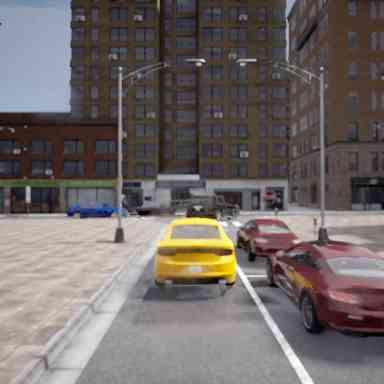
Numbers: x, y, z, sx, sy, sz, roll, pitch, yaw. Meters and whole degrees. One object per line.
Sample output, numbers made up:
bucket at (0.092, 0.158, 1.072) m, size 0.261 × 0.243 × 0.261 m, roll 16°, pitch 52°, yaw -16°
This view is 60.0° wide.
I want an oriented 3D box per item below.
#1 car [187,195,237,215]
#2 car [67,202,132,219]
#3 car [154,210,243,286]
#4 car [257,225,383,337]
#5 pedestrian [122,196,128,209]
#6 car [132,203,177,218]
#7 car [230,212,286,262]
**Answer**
car at (1.598, 1.249, 25.032) m, size 2.150 × 2.045 × 5.566 m, roll -1°, pitch 0°, yaw 26°
car at (-7.933, 1.569, 28.099) m, size 5.008 × 1.535 × 1.882 m, roll 0°, pitch -1°, yaw 0°
car at (0.079, 1.493, 9.471) m, size 1.882 × 1.535 × 5.008 m, roll 0°, pitch 0°, yaw 0°
car at (2.640, 1.592, 6.458) m, size 1.802 × 1.307 × 4.206 m, roll 1°, pitch 0°, yaw 0°
pedestrian at (-6.883, 1.342, 33.962) m, size 0.375 × 1.860 × 0.375 m, roll 0°, pitch -1°, yaw 0°
car at (-3.766, 1.710, 31.036) m, size 4.718 × 1.301 × 1.895 m, roll -1°, pitch -1°, yaw 0°
car at (2.631, 1.601, 11.897) m, size 1.802 × 1.307 × 4.206 m, roll 1°, pitch 0°, yaw 0°
